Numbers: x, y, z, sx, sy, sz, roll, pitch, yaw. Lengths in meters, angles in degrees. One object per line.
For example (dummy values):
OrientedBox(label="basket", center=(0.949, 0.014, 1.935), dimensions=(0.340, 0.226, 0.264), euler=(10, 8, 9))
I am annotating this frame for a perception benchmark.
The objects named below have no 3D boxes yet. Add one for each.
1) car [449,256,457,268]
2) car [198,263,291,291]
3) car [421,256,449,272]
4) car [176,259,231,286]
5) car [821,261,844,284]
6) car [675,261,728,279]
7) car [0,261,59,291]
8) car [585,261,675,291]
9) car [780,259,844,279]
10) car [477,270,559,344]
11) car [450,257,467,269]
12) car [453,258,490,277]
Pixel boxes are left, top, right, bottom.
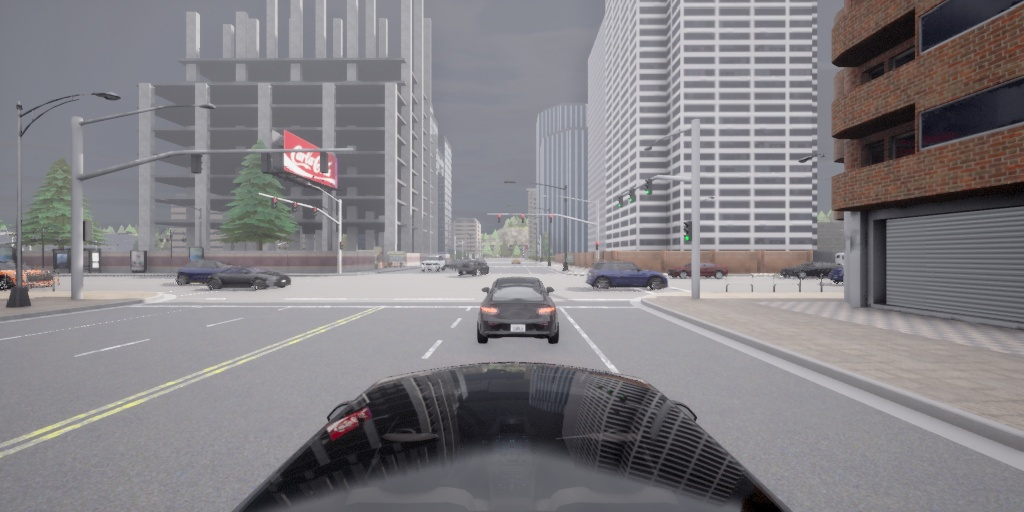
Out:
OrientedBox(label="car", center=(-9.970, 1.102, 55.669), dimensions=(2.097, 1.767, 4.553), euler=(0, 0, 1))
OrientedBox(label="car", center=(-15.631, 1.315, 21.413), dimensions=(4.181, 1.385, 1.994), euler=(0, 0, 0))
OrientedBox(label="car", center=(-10.084, 0.971, 46.199), dimensions=(2.150, 2.045, 5.566), euler=(0, 0, 1))
OrientedBox(label="car", center=(-20.387, 1.102, 24.942), dimensions=(4.553, 1.767, 2.097), euler=(0, 0, 0))
OrientedBox(label="car", center=(24.568, 1.275, 24.653), dimensions=(4.674, 1.442, 1.812), euler=(0, 0, 0))
OrientedBox(label="car", center=(16.460, 1.227, 31.905), dimensions=(5.008, 1.535, 1.882), euler=(0, 0, 0))
OrientedBox(label="car", center=(-30.380, 1.101, 21.509), dimensions=(4.553, 1.767, 2.097), euler=(0, 0, 0))
OrientedBox(label="car", center=(6.751, 1.102, 21.268), dimensions=(4.553, 1.767, 2.097), euler=(0, 0, 0))
OrientedBox(label="car", center=(26.653, 1.227, 31.829), dimensions=(5.008, 1.535, 1.882), euler=(0, 0, 0))
OrientedBox(label="car", center=(0.157, 1.276, 9.484), dimensions=(1.812, 1.442, 4.674), euler=(0, 0, 1))
OrientedBox(label="car", center=(-6.565, 1.241, 48.554), dimensions=(2.128, 1.511, 4.902), euler=(0, 0, 1))
OrientedBox(label="car", center=(-3.686, 1.255, 35.671), dimensions=(1.837, 1.490, 4.892), euler=(2, 1, 18))
